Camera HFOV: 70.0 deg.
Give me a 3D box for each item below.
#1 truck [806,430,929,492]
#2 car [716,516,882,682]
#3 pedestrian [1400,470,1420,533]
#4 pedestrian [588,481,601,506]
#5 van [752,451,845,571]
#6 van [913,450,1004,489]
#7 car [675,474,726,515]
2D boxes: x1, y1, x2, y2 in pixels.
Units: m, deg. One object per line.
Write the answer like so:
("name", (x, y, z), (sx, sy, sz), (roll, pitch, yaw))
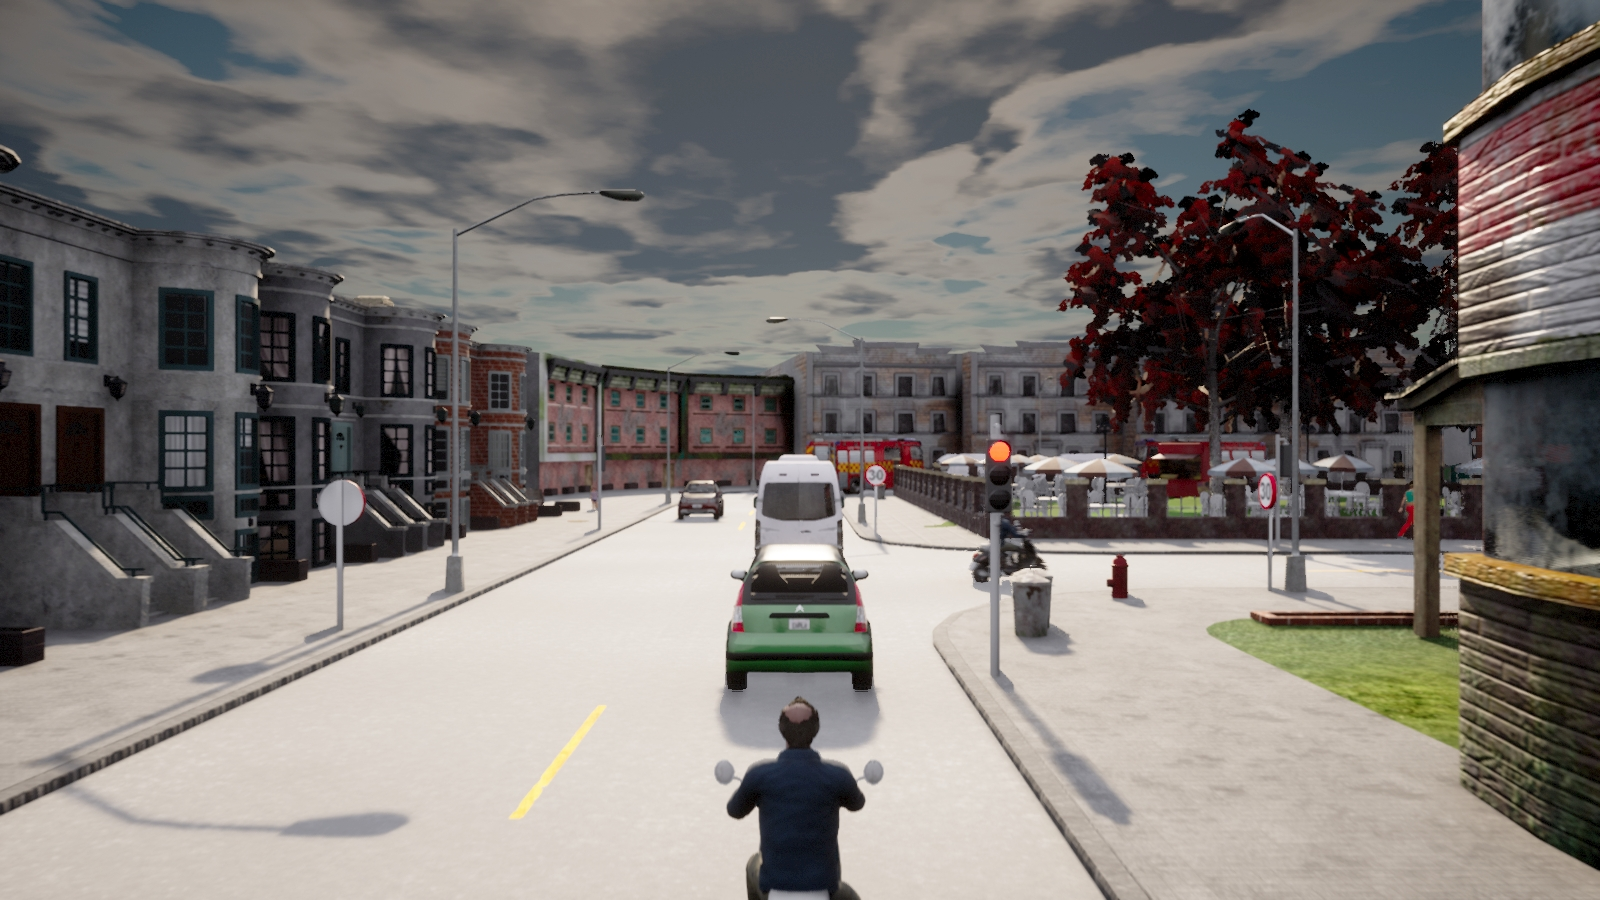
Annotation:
("truck", (4.455, 0.671, 73.562), (8.468, 3.827, 2.891), (0, 0, -43))
("car", (-0.014, 1.779, 14.745), (1.851, 1.617, 3.988), (0, 0, 0))
("pedestrian", (18.080, 1.515, 33.878), (0.375, 1.860, 0.375), (0, 0, 0))
("pedestrian", (-9.060, 1.904, 50.369), (0.500, 1.100, 0.500), (0, 0, 0))
("van", (-0.033, 1.314, 27.351), (1.988, 2.561, 5.915), (0, 0, 0))
("van", (10.720, 1.313, 77.747), (5.915, 2.561, 1.988), (0, 0, 0))
("car", (-4.054, 1.805, 46.998), (1.789, 1.549, 3.705), (0, 0, 0))
